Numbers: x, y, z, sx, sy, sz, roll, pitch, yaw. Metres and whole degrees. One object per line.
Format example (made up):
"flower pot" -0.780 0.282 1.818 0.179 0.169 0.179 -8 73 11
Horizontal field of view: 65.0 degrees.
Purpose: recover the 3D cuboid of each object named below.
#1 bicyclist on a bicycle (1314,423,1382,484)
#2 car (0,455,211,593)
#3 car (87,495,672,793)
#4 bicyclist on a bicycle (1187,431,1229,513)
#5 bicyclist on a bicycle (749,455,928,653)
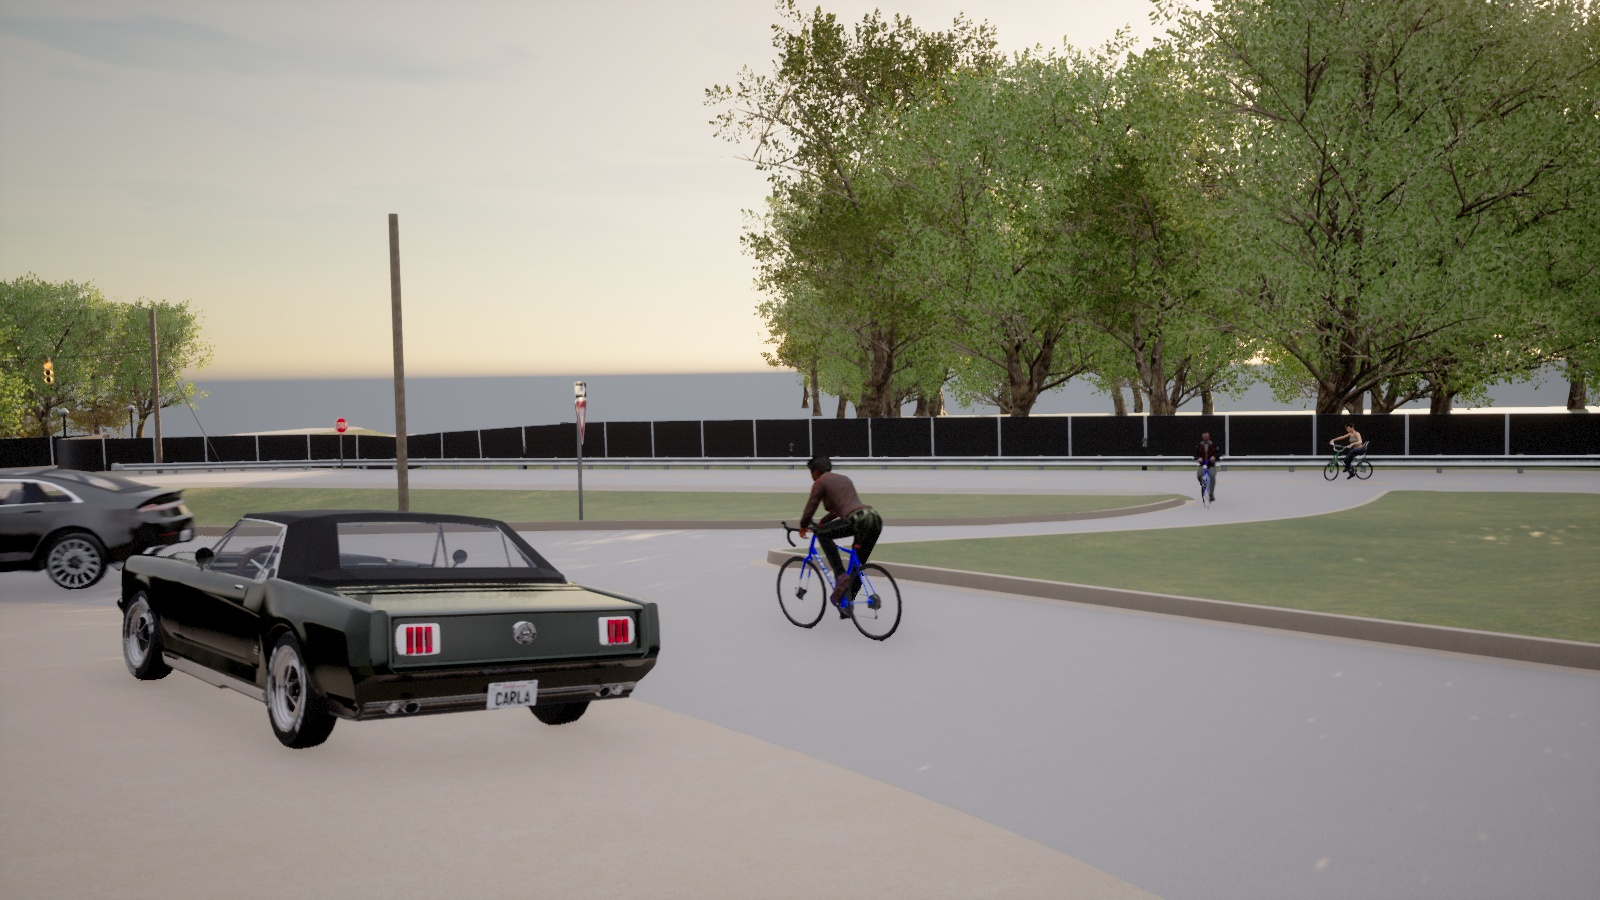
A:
"bicyclist on a bicycle" 15.286 0.077 35.029 1.509 1.612 0.866 -2 3 -6
"car" -10.666 0.980 16.398 4.902 1.511 2.128 -2 3 -7
"car" -3.054 1.038 8.364 1.895 1.301 4.718 5 -3 -42
"bicyclist on a bicycle" 9.458 0.481 29.080 0.659 1.776 1.843 -3 1 24
"bicyclist on a bicycle" 0.319 0.872 11.314 0.582 1.620 1.656 -4 3 -41
